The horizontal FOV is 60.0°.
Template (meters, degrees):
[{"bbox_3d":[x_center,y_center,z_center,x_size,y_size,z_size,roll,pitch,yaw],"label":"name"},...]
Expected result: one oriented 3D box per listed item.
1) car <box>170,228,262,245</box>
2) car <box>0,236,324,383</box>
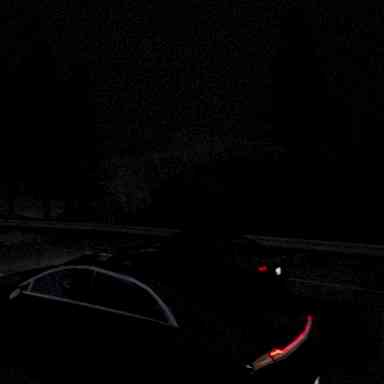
[{"bbox_3d":[0.035,1.547,7.711,4.181,1.385,1.994,0,0,33],"label":"car"},{"bbox_3d":[-0.951,1.485,4.241,4.902,1.511,2.128,0,0,33],"label":"car"}]
